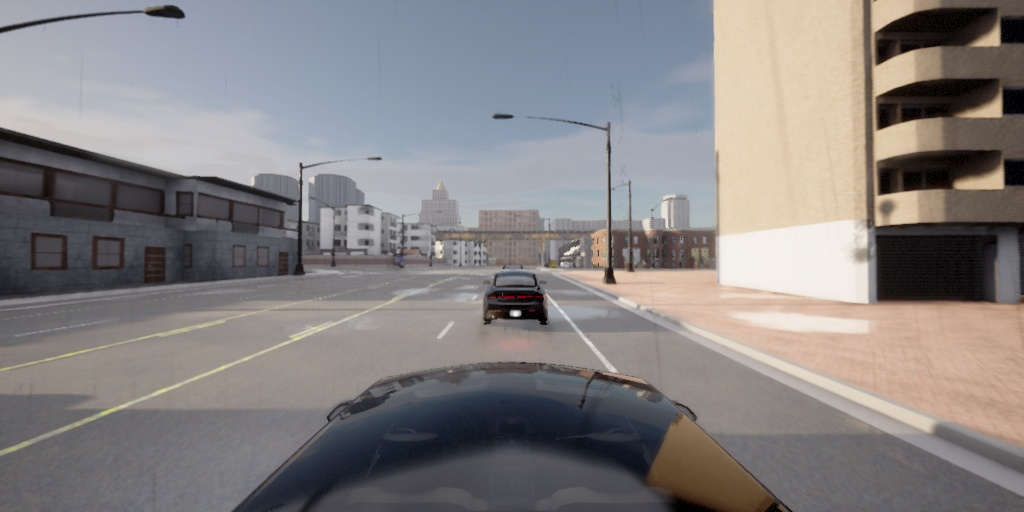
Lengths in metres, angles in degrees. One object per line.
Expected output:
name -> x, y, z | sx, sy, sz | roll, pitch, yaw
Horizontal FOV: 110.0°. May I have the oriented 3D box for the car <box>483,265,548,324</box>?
car -> 0.096, 1.229, 11.812 | 1.837, 1.490, 4.892 | 0, 1, 0
